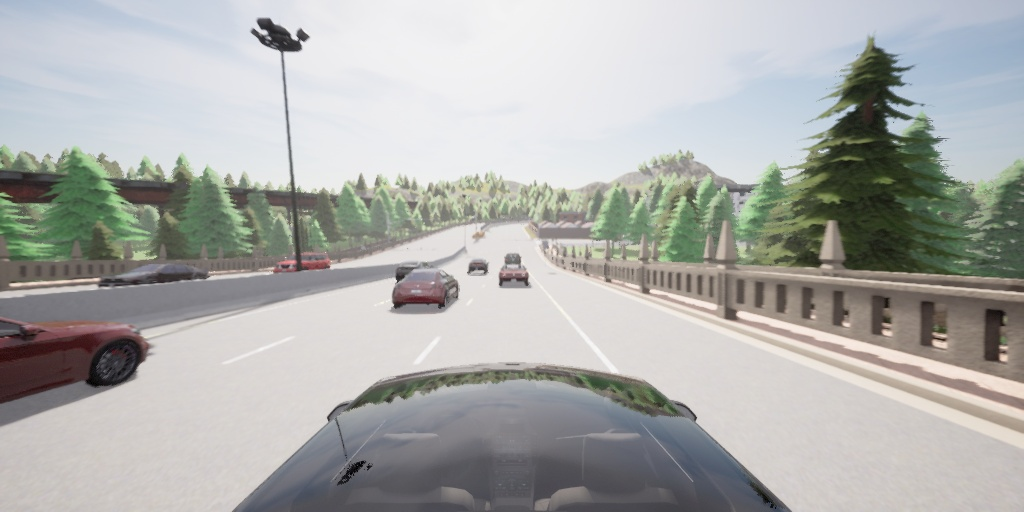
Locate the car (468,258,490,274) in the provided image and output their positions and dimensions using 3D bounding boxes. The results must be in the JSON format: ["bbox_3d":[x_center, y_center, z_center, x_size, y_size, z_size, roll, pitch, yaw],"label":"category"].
[{"bbox_3d":[-3.386,0.988,36.906,1.837,1.490,4.892,0,0,0],"label":"car"}]

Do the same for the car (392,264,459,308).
[{"bbox_3d":[-3.395,1.215,14.726,1.994,1.385,4.181,0,0,0],"label":"car"}]

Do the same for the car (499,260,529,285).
[{"bbox_3d":[0.109,1.181,24.202,1.895,1.301,4.718,0,0,0],"label":"car"}]

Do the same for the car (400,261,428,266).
[{"bbox_3d":[-6.891,1.072,25.772,1.837,1.490,4.892,0,0,0],"label":"car"}]

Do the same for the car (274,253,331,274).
[{"bbox_3d":[-17.489,0.760,30.327,2.150,2.045,5.566,0,0,0],"label":"car"}]

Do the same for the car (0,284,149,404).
[{"bbox_3d":[-6.899,1.260,3.915,1.812,1.442,4.674,0,0,0],"label":"car"}]

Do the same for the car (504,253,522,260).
[{"bbox_3d":[0.118,0.572,46.852,2.150,2.045,5.566,0,1,0],"label":"car"}]

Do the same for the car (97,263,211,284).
[{"bbox_3d":[-21.000,1.150,21.478,2.033,1.411,5.357,0,0,0],"label":"car"}]
